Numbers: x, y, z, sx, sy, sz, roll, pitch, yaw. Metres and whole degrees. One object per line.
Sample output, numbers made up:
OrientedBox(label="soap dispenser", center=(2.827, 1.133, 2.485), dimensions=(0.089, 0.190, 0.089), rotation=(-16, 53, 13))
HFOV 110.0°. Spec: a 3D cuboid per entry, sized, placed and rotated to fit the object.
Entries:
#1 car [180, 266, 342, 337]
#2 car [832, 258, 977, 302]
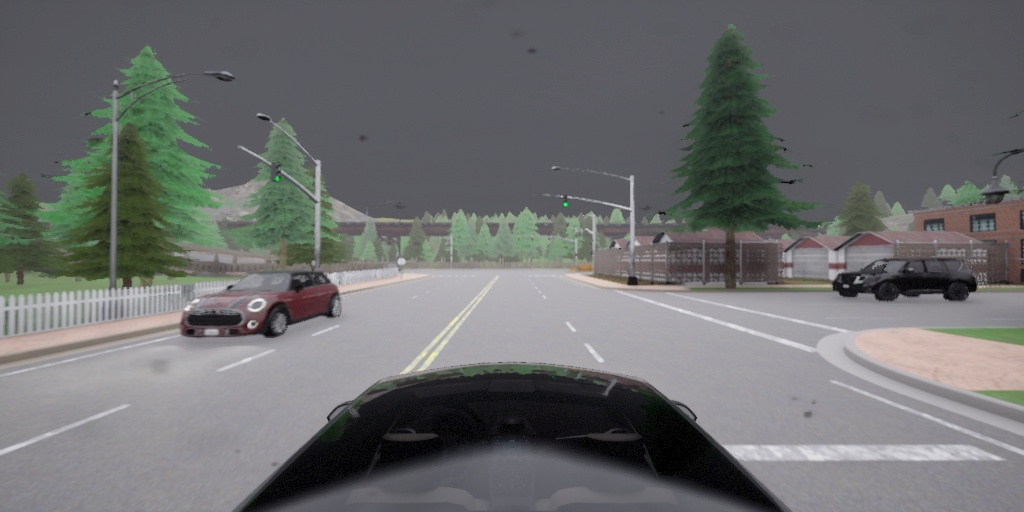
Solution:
OrientedBox(label="car", center=(-7.000, 1.210, 10.612), dimensions=(2.097, 1.767, 4.553), rotation=(0, -1, 0))
OrientedBox(label="car", center=(19.121, 1.126, 17.603), dimensions=(5.566, 2.045, 2.150), rotation=(0, -1, -1))
